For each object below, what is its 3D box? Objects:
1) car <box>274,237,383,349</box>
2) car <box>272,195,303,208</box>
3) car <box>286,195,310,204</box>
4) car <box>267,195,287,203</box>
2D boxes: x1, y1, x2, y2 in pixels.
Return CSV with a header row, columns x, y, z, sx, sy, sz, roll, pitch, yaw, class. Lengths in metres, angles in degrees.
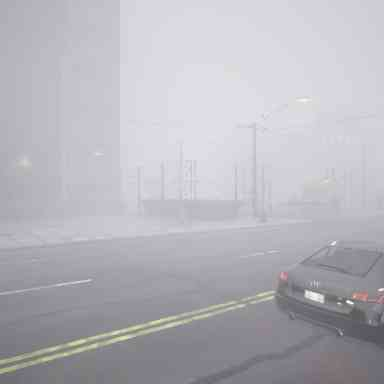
x,y,z,sx,sy,sz,roll,pitch,yaw,class
3.499,1.564,6.243,4.181,1.385,1.994,0,0,-36,car
13.356,1.254,44.728,4.553,1.767,2.185,0,0,-36,car
20.266,1.420,63.789,4.674,1.452,2.002,0,0,-36,car
17.359,1.452,67.790,3.806,1.475,1.970,0,0,-36,car
